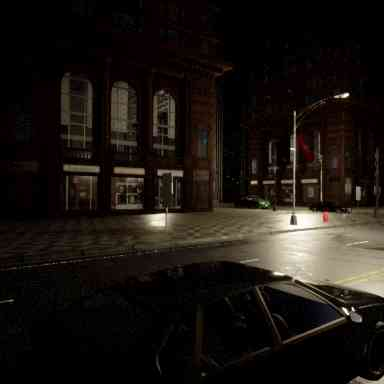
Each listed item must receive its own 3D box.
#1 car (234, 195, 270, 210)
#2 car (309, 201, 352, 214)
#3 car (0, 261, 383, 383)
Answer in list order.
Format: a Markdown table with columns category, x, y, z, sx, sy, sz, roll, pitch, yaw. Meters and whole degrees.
| category | x | y | z | sx | sy | sz | roll | pitch | yaw |
| --- | --- | --- | --- | --- | --- | --- | --- | --- | --- |
| car | 8.288 | 1.445 | 46.326 | 2.150 | 2.045 | 5.566 | 1 | 0 | -36 |
| car | 15.161 | 1.698 | 36.628 | 1.812 | 1.442 | 4.674 | 1 | -1 | -35 |
| car | 0.380 | 1.548 | 3.712 | 5.357 | 1.411 | 2.033 | 0 | 0 | -36 |
